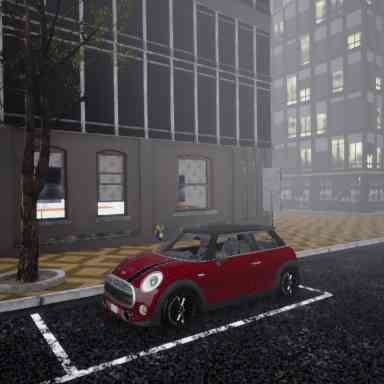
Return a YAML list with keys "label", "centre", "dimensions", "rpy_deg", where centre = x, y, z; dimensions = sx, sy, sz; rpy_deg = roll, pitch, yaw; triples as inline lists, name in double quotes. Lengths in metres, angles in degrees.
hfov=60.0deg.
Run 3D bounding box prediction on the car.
- label: "car"
  centre: [0.295, 1.439, 6.800]
  dimensions: [4.097, 1.590, 1.967]
  rpy_deg: [0, -1, -36]
